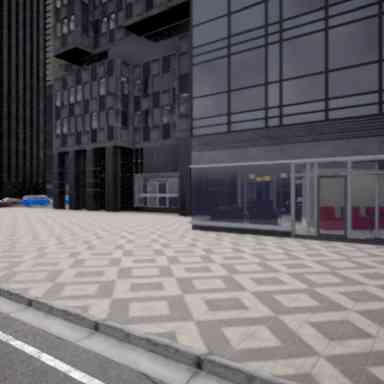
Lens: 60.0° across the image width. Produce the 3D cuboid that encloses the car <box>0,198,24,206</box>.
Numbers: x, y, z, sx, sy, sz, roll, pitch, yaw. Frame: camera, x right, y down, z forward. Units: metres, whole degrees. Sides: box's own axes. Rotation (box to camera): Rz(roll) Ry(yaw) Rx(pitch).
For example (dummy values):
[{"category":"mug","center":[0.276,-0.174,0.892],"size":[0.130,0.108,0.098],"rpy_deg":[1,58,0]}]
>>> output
[{"category":"car","center":[-31.081,1.684,56.637],"size":[1.802,1.307,4.206],"rpy_deg":[0,0,35]}]

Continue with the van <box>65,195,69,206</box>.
[{"category":"van","center":[-20.843,1.446,56.315],"size":[1.690,1.788,3.998],"rpy_deg":[0,0,35]}]

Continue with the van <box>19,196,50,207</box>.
[{"category":"van","center":[-24.137,1.448,51.691],"size":[1.690,1.788,3.998],"rpy_deg":[0,0,35]}]

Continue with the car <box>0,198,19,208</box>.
[{"category":"car","center":[-27.432,1.692,47.067],"size":[1.802,1.307,4.206],"rpy_deg":[0,0,35]}]
